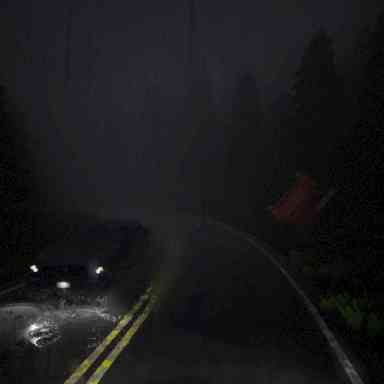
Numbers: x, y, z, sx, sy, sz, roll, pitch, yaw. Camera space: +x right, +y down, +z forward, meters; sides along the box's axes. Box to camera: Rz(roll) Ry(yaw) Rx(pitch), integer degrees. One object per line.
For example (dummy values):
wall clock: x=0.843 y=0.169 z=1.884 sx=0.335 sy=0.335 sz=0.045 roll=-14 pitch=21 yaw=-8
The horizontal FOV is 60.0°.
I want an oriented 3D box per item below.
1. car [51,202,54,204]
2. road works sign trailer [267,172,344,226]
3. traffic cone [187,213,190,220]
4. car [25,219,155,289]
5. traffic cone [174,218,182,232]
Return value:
car: x=-23.018 y=1.887 z=51.833 sx=1.837 sy=1.490 sz=4.892 roll=-4 pitch=1 yaw=-42
road works sign trailer: x=4.988 y=0.870 z=13.508 sx=2.880 sy=2.380 sz=3.560 roll=39 pitch=8 yaw=6
traffic cone: x=-0.279 y=1.757 z=24.150 sx=0.340 sy=0.580 sz=0.340 roll=-1 pitch=1 yaw=-5
car: x=-2.357 y=1.482 z=9.347 sx=2.033 sy=1.411 sz=5.357 roll=0 pitch=0 yaw=5
traffic cone: x=-0.716 y=1.834 z=18.093 sx=0.340 sy=0.580 sz=0.340 roll=-1 pitch=1 yaw=-5
